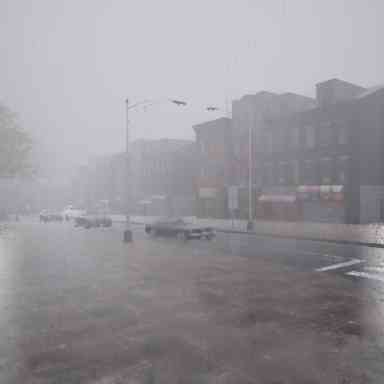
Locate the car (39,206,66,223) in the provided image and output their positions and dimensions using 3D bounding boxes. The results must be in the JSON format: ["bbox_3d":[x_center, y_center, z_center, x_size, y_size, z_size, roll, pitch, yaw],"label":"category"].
[{"bbox_3d":[-18.542,3.019,43.567,2.097,1.767,4.553,0,-2,-36],"label":"car"}]

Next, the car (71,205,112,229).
[{"bbox_3d":[-8.928,2.330,29.918,2.097,1.767,4.553,0,-2,-35],"label":"car"}]

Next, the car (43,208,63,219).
[{"bbox_3d":[-22.699,3.481,54.310,2.097,1.767,4.553,0,-2,-36],"label":"car"}]

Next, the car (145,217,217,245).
[{"bbox_3d":[-0.714,2.052,18.399,1.895,1.301,4.718,0,-2,-35],"label":"car"}]

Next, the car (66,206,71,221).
[{"bbox_3d":[-16.574,2.896,45.719,2.150,2.045,5.566,0,-2,-35],"label":"car"}]
